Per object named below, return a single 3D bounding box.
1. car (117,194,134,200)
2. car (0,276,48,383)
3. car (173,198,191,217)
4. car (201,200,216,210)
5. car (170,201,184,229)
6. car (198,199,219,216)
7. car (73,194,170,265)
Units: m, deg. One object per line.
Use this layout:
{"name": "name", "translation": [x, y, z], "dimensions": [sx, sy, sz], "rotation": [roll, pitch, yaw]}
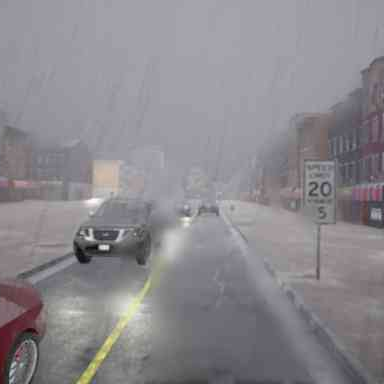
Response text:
{"name": "car", "translation": [-18.615, 1.359, 93.285], "dimensions": [4.507, 1.381, 1.887], "rotation": [2, -1, 3]}
{"name": "car", "translation": [-2.820, 1.490, 2.418], "dimensions": [1.812, 1.442, 4.674], "rotation": [1, 0, 5]}
{"name": "car", "translation": [-1.202, 1.437, 33.091], "dimensions": [2.097, 1.767, 4.553], "rotation": [1, 0, 3]}
{"name": "car", "translation": [2.326, 1.775, 46.756], "dimensions": [1.895, 1.301, 4.718], "rotation": [1, 0, 3]}
{"name": "car", "translation": [-1.811, 1.570, 22.172], "dimensions": [1.812, 1.442, 4.674], "rotation": [1, 0, 3]}
{"name": "car", "translation": [1.749, 1.490, 34.770], "dimensions": [2.097, 1.767, 4.553], "rotation": [1, 0, 4]}
{"name": "car", "translation": [-2.323, 1.226, 12.153], "dimensions": [2.150, 2.045, 5.566], "rotation": [1, 0, 3]}
